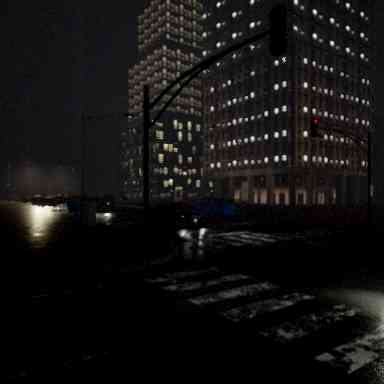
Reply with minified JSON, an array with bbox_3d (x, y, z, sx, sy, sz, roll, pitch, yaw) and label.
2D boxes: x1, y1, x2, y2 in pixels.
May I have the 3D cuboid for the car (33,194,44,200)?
[{"bbox_3d":[-39.281,1.208,84.959,1.812,1.442,4.674,0,0,-34],"label":"car"}]

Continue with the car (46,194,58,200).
[{"bbox_3d":[-35.363,1.229,83.970,1.752,1.417,4.829,0,0,-34],"label":"car"}]

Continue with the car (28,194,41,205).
[{"bbox_3d":[-23.627,1.409,51.589,2.008,1.369,4.403,0,0,-34],"label":"car"}]

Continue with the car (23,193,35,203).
[{"bbox_3d":[-29.823,1.388,60.774,1.802,1.307,4.206,0,0,-34],"label":"car"}]

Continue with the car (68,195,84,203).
[{"bbox_3d":[-22.877,1.373,65.461,1.947,1.339,4.313,0,0,-34],"label":"car"}]

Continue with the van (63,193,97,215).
[{"bbox_3d":[-11.234,1.300,33.222,1.690,1.788,3.998,0,0,-34],"label":"van"}]

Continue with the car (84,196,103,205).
[{"bbox_3d":[-16.680,1.404,56.277,1.887,1.381,4.507,0,0,-34],"label":"car"}]

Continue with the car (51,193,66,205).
[{"bbox_3d":[-20.334,1.367,51.513,1.837,1.490,4.892,0,0,-34],"label":"car"}]

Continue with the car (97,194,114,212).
[{"bbox_3d":[-10.786,1.298,37.192,2.097,1.767,4.553,0,0,-34],"label":"car"}]

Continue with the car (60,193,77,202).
[{"bbox_3d":[-25.973,1.097,70.053,2.192,1.841,5.009,0,0,-34],"label":"car"}]

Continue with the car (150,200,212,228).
[{"bbox_3d":[-1.140,1.514,22.883,2.128,1.511,4.902,0,0,-34],"label":"car"}]

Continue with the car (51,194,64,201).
[{"bbox_3d":[-32.171,1.281,79.237,2.008,1.369,4.403,0,0,-34],"label":"car"}]

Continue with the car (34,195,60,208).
[{"bbox_3d":[-20.529,1.449,46.998,1.947,1.339,4.313,0,0,-34],"label":"car"}]

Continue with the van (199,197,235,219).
[{"bbox_3d":[2.001,1.351,28.793,1.690,1.788,3.998,0,0,-34],"label":"van"}]

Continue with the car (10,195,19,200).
[{"bbox_3d":[-42.216,1.285,79.141,1.802,1.307,4.206,0,0,-34],"label":"car"}]

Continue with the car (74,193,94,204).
[{"bbox_3d":[-19.777,1.148,60.869,2.192,1.841,5.009,0,0,-34],"label":"car"}]

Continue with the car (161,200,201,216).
[{"bbox_3d":[-1.172,1.529,33.333,1.887,1.381,4.507,0,0,-34],"label":"car"}]
